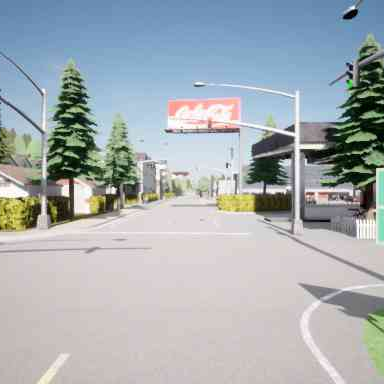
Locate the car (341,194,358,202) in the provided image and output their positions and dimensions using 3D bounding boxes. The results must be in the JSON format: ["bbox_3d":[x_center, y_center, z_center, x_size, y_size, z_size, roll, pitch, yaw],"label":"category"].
[{"bbox_3d":[34.842,1.489,71.841,2.007,1.523,4.514,0,0,0],"label":"car"}]

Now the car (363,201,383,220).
[{"bbox_3d":[18.668,1.672,30.638,4.611,1.667,2.242,0,0,0],"label":"car"}]

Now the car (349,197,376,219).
[{"bbox_3d":[14.346,1.505,24.964,3.866,1.878,1.905,0,0,0],"label":"car"}]

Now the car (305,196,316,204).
[{"bbox_3d":[22.445,1.552,64.038,1.970,1.475,3.806,0,0,0],"label":"car"}]
